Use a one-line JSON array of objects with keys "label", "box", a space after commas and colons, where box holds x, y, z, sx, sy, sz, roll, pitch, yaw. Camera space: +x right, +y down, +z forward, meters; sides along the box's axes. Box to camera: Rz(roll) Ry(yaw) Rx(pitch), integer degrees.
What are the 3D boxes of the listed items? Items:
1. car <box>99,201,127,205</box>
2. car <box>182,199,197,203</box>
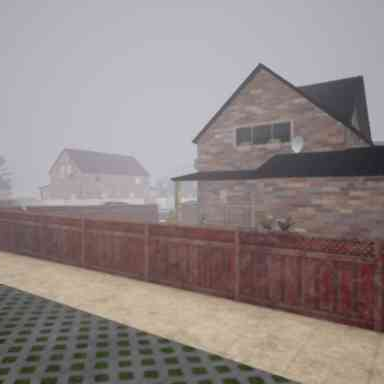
[{"label": "car", "box": [-7.763, 1.628, 31.470, 1.837, 1.490, 4.892, 0, 0, 35]}, {"label": "car", "box": [-0.174, 1.711, 42.138, 1.837, 1.490, 4.892, 0, 1, 35]}]
